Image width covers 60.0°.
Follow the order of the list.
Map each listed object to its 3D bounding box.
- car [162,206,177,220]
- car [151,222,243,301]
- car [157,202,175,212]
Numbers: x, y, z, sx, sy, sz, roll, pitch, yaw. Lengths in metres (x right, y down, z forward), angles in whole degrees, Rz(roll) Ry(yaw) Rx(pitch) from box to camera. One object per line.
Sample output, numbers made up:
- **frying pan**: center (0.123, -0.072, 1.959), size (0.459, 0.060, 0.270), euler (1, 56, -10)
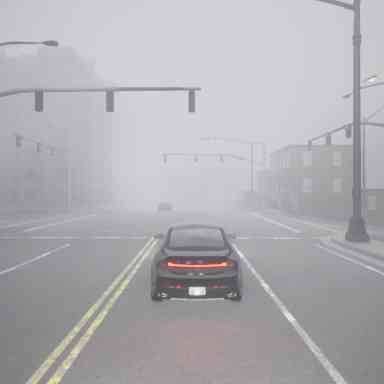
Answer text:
- **car**: center (-3.645, 3.521, 54.947), size (2.128, 1.511, 4.902), euler (0, -12, 0)
- **car**: center (0.092, 1.505, 8.304), size (1.837, 1.490, 4.892), euler (0, 0, 0)
- **car**: center (-3.644, 2.065, 45.539), size (1.837, 1.490, 4.892), euler (0, -5, 0)
